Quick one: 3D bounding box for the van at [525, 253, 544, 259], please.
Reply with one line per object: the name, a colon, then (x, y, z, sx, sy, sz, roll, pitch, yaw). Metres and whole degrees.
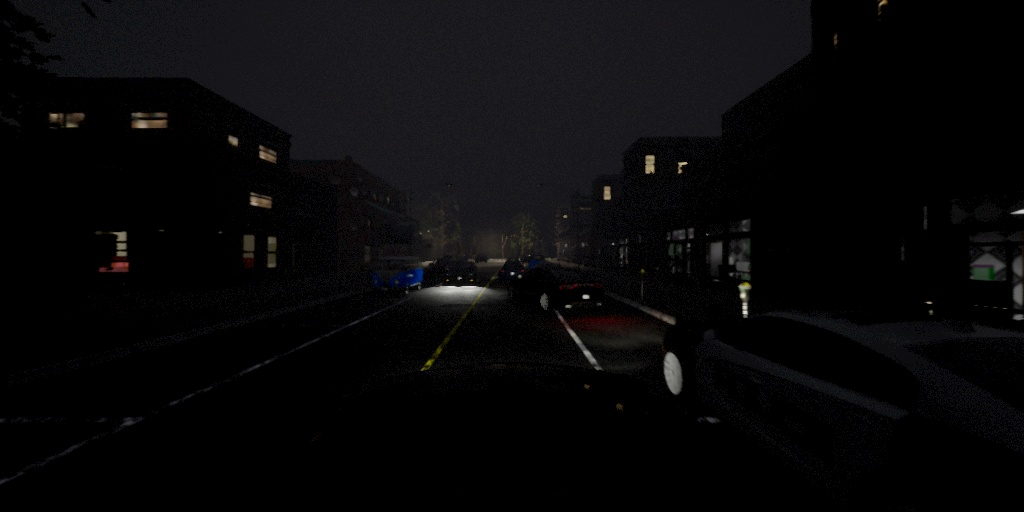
van: (2.692, 0.698, 40.297, 1.690, 1.789, 3.998, 0, 0, 0)

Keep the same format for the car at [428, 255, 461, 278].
car: (-5.690, 0.911, 29.199, 1.967, 1.591, 4.097, 0, 0, 0)

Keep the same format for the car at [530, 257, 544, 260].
car: (2.691, 0.997, 29.381, 1.751, 1.417, 4.829, 0, 0, 0)

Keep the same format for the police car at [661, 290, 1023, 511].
police car: (3.133, 1.158, 3.451, 1.930, 1.638, 5.238, 0, 1, 0)

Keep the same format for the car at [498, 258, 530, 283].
car: (0.053, 1.077, 25.164, 1.994, 1.385, 4.181, 0, 1, 1)

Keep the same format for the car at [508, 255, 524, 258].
car: (0.099, 0.855, 45.033, 2.033, 1.411, 5.357, 0, 1, 0)

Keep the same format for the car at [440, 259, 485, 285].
car: (-3.093, 1.097, 23.118, 1.994, 1.385, 4.181, 0, 1, 0)

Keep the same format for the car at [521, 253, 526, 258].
car: (2.692, 0.562, 62.468, 1.967, 1.591, 4.097, 0, 0, 0)

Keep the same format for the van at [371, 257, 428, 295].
van: (-5.690, 0.925, 18.113, 1.690, 1.789, 3.998, 0, 0, 0)

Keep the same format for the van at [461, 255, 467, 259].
van: (-5.689, 0.755, 34.741, 1.690, 1.789, 3.998, 0, 0, 0)

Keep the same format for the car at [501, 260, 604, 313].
car: (1.422, 1.108, 13.578, 1.882, 1.535, 5.008, 0, 1, -22)
